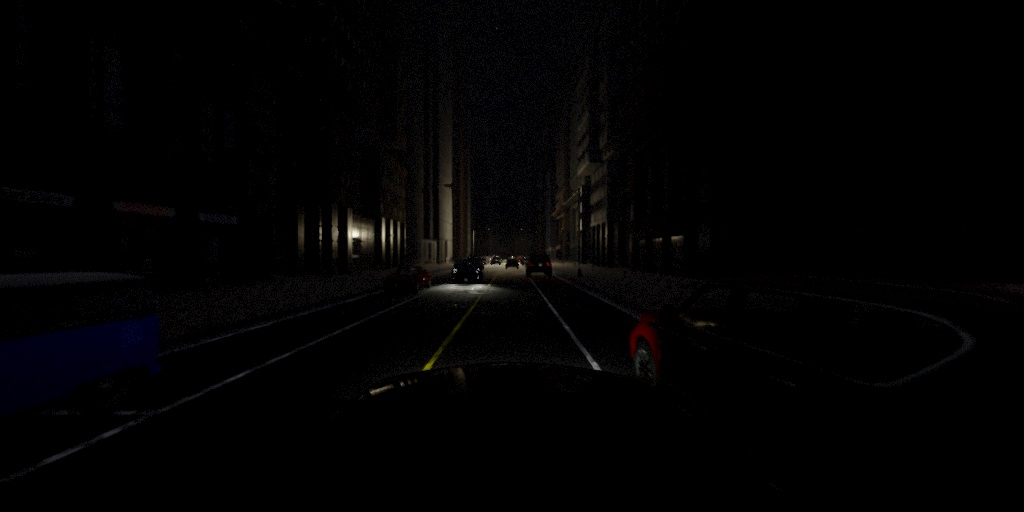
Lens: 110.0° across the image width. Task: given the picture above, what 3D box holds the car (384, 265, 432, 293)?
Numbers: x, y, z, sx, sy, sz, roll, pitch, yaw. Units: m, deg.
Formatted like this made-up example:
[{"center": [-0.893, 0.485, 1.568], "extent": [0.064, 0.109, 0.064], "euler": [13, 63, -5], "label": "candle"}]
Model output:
[{"center": [-5.763, 1.211, 20.255], "extent": [1.888, 1.381, 4.507], "euler": [0, 0, 0], "label": "car"}]

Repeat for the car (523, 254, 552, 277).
[{"center": [2.394, 0.841, 32.880], "extent": [2.150, 2.045, 5.566], "euler": [0, 0, 0], "label": "car"}]

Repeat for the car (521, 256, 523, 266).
[{"center": [2.763, 1.075, 54.085], "extent": [2.007, 1.370, 4.403], "euler": [0, 0, 0], "label": "car"}]

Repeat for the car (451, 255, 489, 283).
[{"center": [-3.096, 0.992, 26.292], "extent": [2.097, 1.767, 4.553], "euler": [0, 0, 0], "label": "car"}]

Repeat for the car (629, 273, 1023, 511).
[{"center": [2.762, 1.057, 3.359], "extent": [2.192, 1.841, 5.009], "euler": [0, 0, 0], "label": "car"}]

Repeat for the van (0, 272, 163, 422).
[{"center": [-5.763, 1.083, 3.345], "extent": [1.690, 1.789, 3.998], "euler": [0, 0, 0], "label": "van"}]

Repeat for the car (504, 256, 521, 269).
[{"center": [0.010, 1.062, 51.220], "extent": [1.812, 1.442, 4.674], "euler": [0, 0, 0], "label": "car"}]
